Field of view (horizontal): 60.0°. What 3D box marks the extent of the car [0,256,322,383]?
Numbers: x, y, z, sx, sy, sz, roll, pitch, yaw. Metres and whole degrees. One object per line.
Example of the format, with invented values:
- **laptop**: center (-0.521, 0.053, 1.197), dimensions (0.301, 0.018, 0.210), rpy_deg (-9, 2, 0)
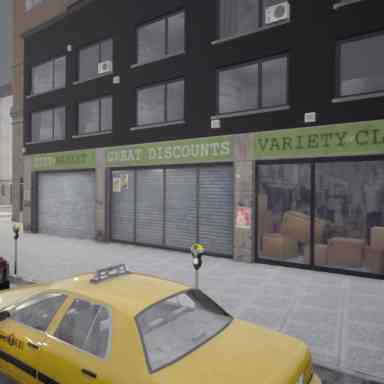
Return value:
- **car**: center (-1.116, 1.525, 3.875), dimensions (4.829, 1.417, 1.752), rpy_deg (0, 1, 35)
